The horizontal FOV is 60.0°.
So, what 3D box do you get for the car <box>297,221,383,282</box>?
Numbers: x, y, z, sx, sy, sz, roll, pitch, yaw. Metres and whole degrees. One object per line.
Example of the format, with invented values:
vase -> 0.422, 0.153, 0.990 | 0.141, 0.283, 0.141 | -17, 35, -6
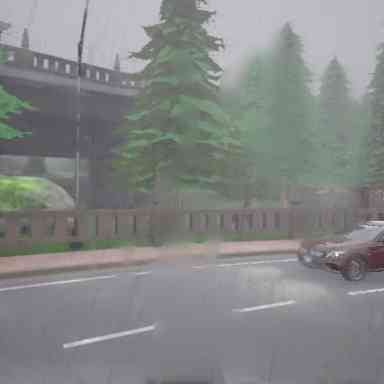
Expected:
car -> 5.363, 1.582, 9.681 | 4.674, 1.442, 1.812 | 1, 0, -17
